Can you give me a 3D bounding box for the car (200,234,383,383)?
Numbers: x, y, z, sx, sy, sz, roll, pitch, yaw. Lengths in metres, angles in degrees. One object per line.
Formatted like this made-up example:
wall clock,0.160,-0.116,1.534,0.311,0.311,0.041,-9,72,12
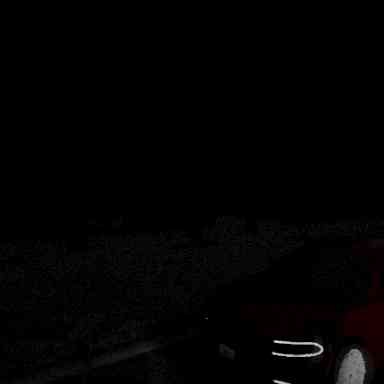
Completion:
car,2.413,1.478,5.102,5.008,1.535,1.882,0,0,-36
